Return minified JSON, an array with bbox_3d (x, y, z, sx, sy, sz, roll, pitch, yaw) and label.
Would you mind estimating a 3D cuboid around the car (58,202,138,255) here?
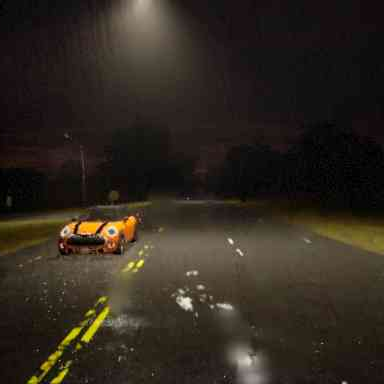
[{"bbox_3d":[-3.477,1.327,13.104,2.097,1.767,4.553,0,0,0],"label":"car"}]
